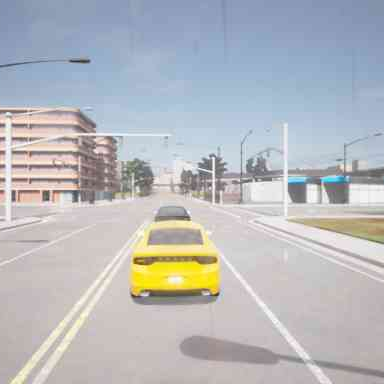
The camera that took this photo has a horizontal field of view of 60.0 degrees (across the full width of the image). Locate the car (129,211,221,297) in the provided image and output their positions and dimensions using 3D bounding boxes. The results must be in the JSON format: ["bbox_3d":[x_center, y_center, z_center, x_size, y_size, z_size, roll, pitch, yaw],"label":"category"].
[{"bbox_3d":[-0.441,1.477,8.630,1.882,1.535,5.008,0,0,-3],"label":"car"}]

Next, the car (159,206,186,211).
[{"bbox_3d":[-1.076,1.477,18.190,1.882,1.535,5.008,0,0,-4],"label":"car"}]
